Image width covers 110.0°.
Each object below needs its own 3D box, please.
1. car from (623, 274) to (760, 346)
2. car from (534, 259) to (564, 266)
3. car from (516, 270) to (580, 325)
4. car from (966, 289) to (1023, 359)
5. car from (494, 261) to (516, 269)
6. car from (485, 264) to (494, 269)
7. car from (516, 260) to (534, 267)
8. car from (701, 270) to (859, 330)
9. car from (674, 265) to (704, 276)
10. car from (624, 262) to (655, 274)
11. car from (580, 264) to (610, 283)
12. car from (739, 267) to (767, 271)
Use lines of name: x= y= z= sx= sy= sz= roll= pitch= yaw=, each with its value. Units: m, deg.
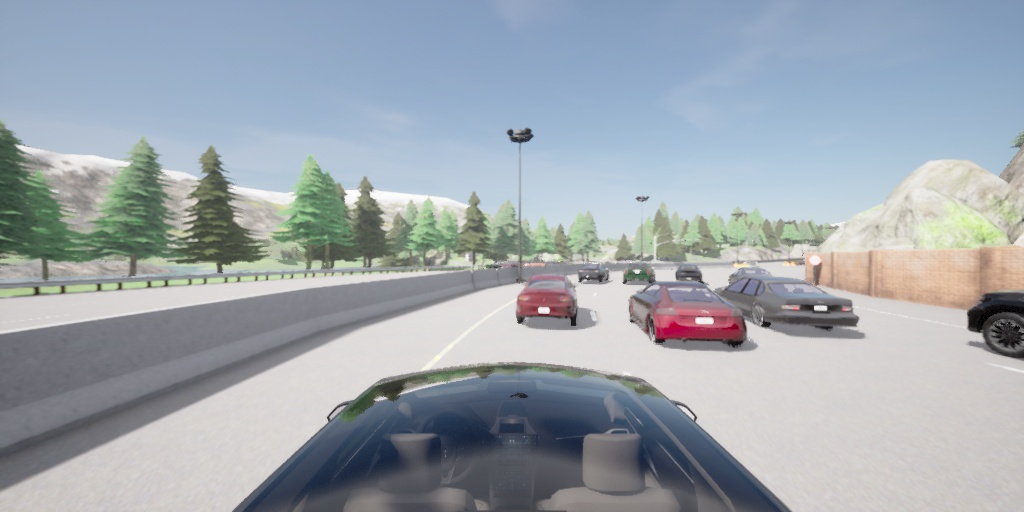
car: x=4.391 y=1.361 z=9.640 sx=1.994 sy=1.385 sz=4.181 roll=0 pitch=0 yaw=8
car: x=5.308 y=1.460 z=47.641 sx=1.837 sy=1.490 sz=4.892 roll=0 pitch=0 yaw=37
car: x=1.265 y=1.322 z=12.098 sx=1.812 sy=1.442 sz=4.674 roll=0 pitch=0 yaw=10
car: x=10.838 y=1.023 z=5.352 sx=2.150 sy=2.045 sz=5.566 roll=0 pitch=0 yaw=5
car: x=-0.079 y=1.483 z=52.103 sx=1.812 sy=1.442 sz=4.674 roll=0 pitch=0 yaw=37
car: x=-2.023 y=1.566 z=55.387 sx=1.895 sy=1.301 sz=4.718 roll=0 pitch=0 yaw=38
car: x=3.087 y=1.311 z=50.448 sx=2.097 sy=1.767 sz=4.553 roll=0 pitch=0 yaw=38
car: x=8.181 y=1.363 z=11.471 sx=2.033 sy=1.411 sz=5.357 roll=0 pitch=0 yaw=10
car: x=13.845 y=1.406 z=28.089 sx=1.837 sy=1.490 sz=4.892 roll=0 pitch=0 yaw=26
car: x=10.195 y=1.244 z=28.561 sx=2.097 sy=1.767 sz=4.553 roll=0 pitch=0 yaw=25
car: x=6.790 y=1.377 z=29.532 sx=2.128 sy=1.511 sz=4.902 roll=0 pitch=0 yaw=24
car: x=15.152 y=1.431 z=22.714 sx=2.033 sy=1.411 sz=5.357 roll=0 pitch=0 yaw=22
